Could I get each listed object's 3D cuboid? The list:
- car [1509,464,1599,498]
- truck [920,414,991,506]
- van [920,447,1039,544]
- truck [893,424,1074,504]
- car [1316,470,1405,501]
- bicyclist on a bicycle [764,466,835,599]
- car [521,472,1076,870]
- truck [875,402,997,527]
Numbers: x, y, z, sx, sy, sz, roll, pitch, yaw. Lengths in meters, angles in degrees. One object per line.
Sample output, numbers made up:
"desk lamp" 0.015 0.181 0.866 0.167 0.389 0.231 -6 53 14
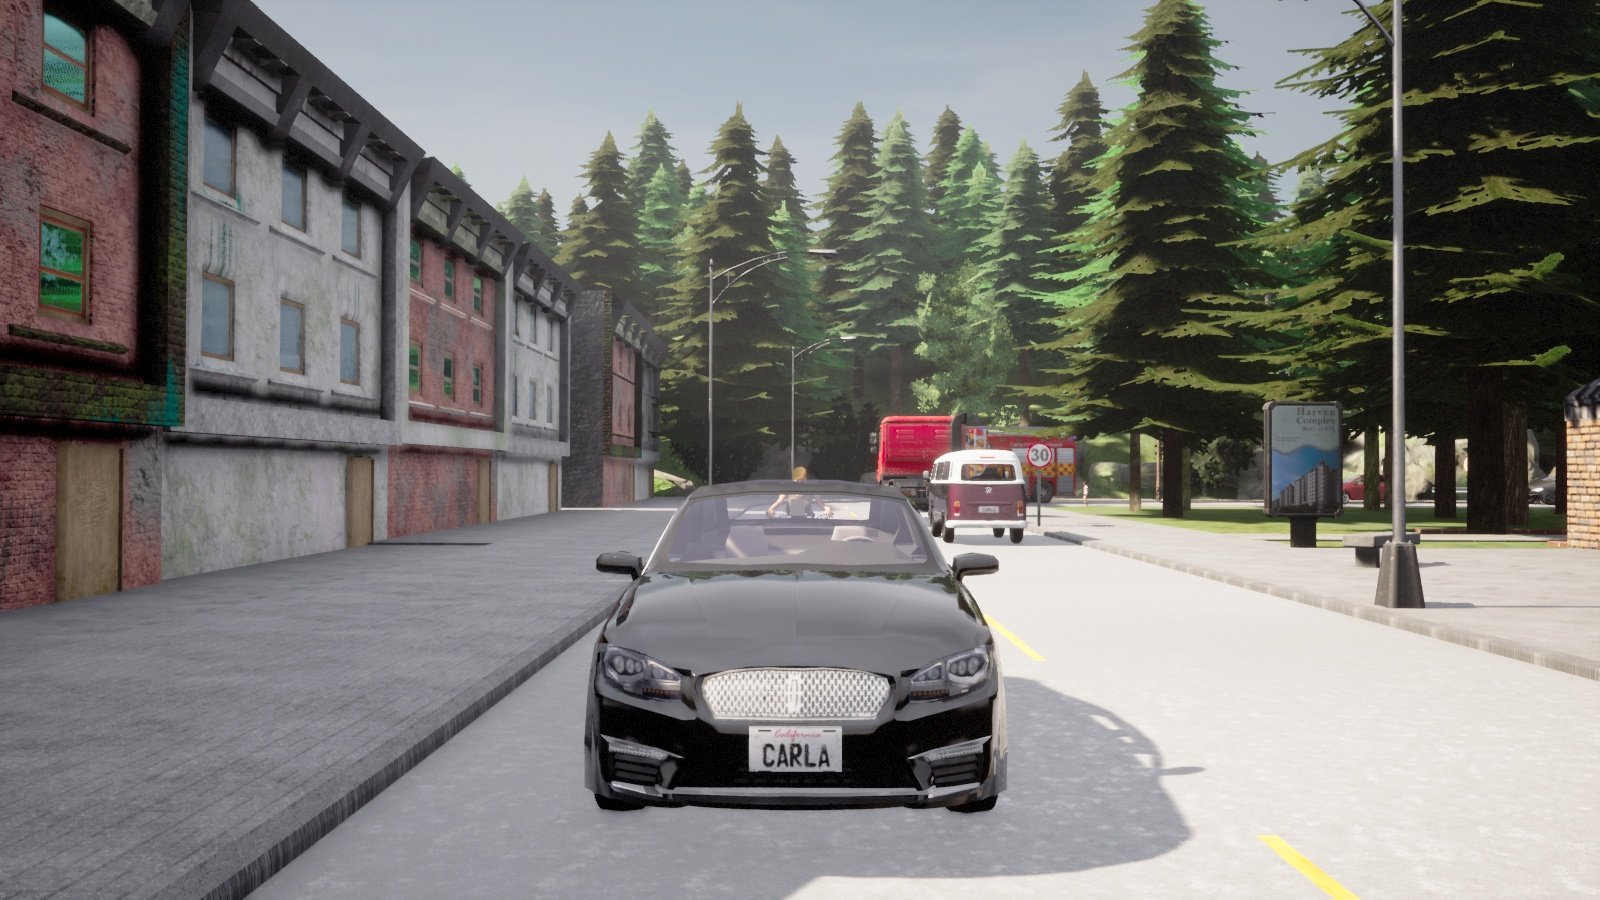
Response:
"car" 38.783 1.568 63.438 4.611 1.667 2.242 0 -1 0
"truck" 7.055 0.551 57.010 2.891 3.827 8.468 -1 -2 7
"van" 4.006 1.003 28.737 2.069 2.038 4.480 0 -1 0
"truck" 9.127 0.667 62.907 8.468 3.827 2.891 0 0 -8
"car" 28.259 1.777 63.379 3.633 1.501 1.845 0 -1 0
"bicyclist on a bicycle" 0.005 1.020 16.028 0.866 1.612 1.509 0 -1 1
"car" -0.007 0.893 7.279 2.128 1.511 4.902 0 -1 0
"truck" 4.011 0.466 38.741 2.891 3.462 7.936 0 -1 0
